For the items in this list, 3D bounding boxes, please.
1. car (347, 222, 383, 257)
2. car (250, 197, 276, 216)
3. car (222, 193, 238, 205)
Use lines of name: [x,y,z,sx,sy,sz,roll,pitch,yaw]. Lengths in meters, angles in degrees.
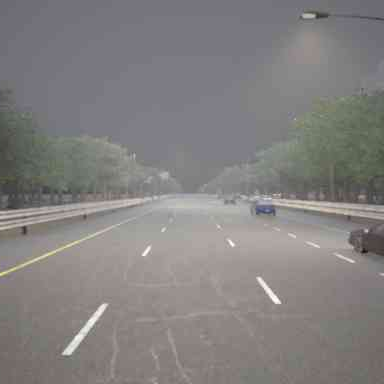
car: [7.007,1.576,10.571,2.033,1.411,5.357,0,0,0]
car: [7.030,1.582,33.396,1.882,1.535,5.008,0,0,0]
car: [7.061,1.515,64.196,2.097,1.767,4.553,0,0,0]
